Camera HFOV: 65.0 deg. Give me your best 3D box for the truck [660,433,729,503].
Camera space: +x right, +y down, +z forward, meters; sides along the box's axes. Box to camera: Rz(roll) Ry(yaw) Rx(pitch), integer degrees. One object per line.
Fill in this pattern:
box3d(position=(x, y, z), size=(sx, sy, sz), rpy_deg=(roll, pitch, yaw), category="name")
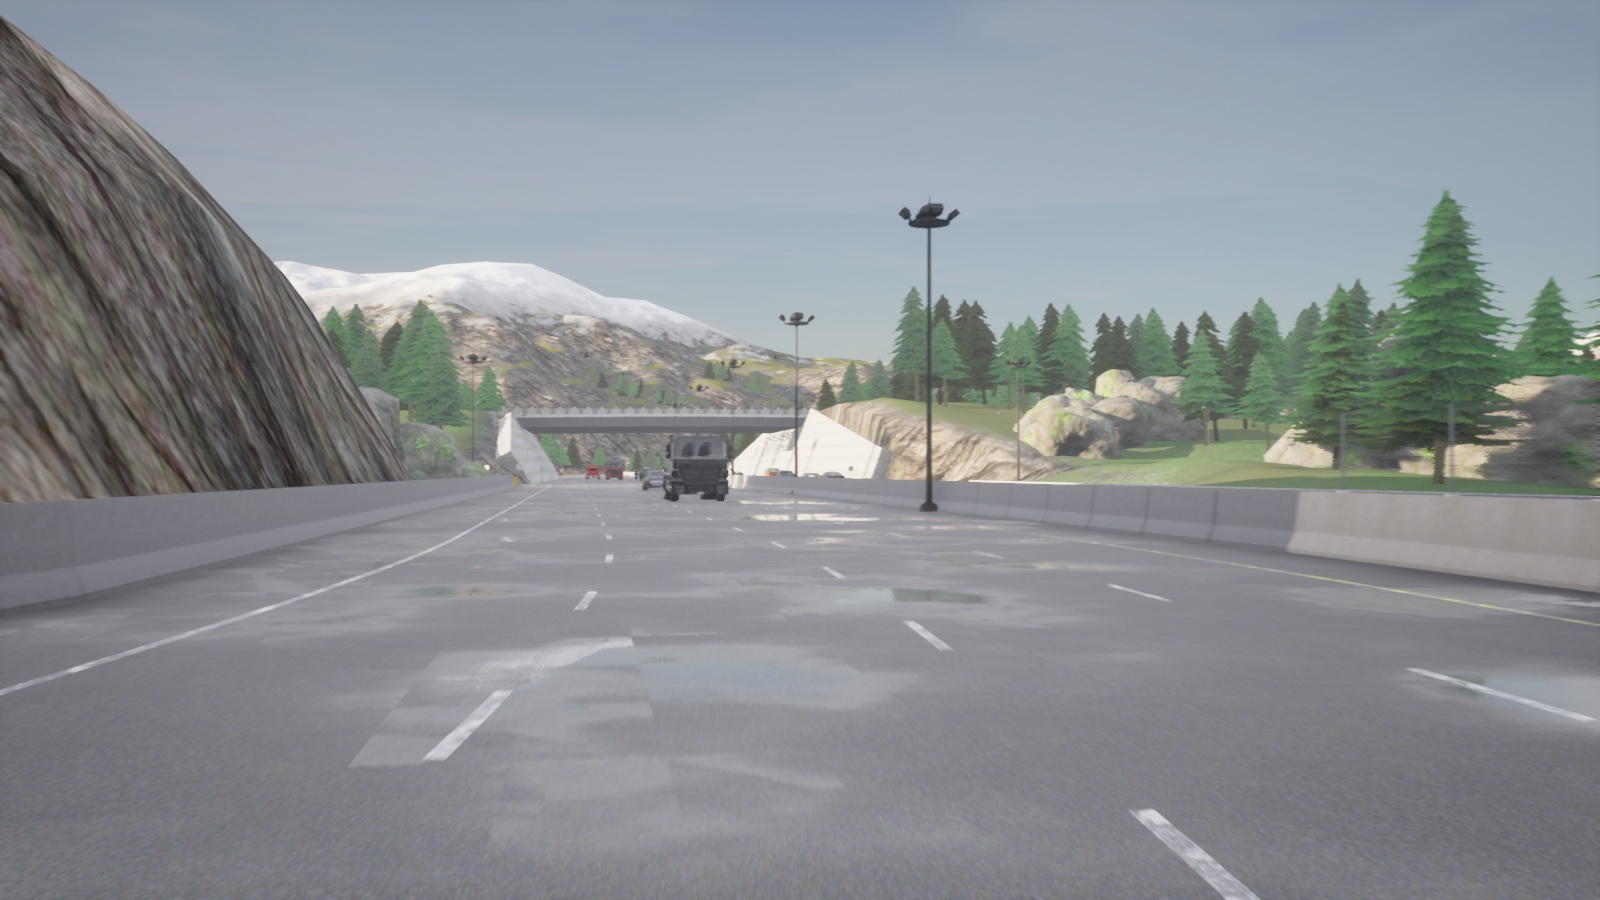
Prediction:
box3d(position=(-5.676, 0.972, 66.261), size=(2.891, 3.462, 7.936), rpy_deg=(0, -1, -10), category="truck")
